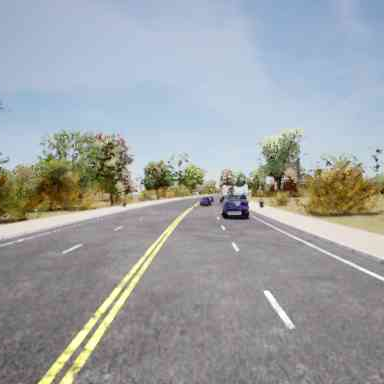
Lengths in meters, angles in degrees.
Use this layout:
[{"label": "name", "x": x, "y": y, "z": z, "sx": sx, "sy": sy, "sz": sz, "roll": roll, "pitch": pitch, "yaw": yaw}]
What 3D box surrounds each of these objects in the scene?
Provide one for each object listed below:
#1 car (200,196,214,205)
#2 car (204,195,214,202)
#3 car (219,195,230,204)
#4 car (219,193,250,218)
[{"label": "car", "x": 2.367, "y": 1.470, "z": 55.433, "sx": 1.812, "sy": 1.442, "sz": 4.674, "roll": 0, "pitch": 0, "yaw": 4}, {"label": "car", "x": 3.733, "y": 1.451, "z": 71.674, "sx": 1.994, "sy": 1.385, "sz": 4.181, "roll": 0, "pitch": 0, "yaw": 6}, {"label": "car", "x": 6.036, "y": 1.342, "z": 61.738, "sx": 1.837, "sy": 1.490, "sz": 4.892, "roll": 0, "pitch": 0, "yaw": 5}, {"label": "car", "x": 3.946, "y": 1.132, "z": 30.510, "sx": 2.150, "sy": 2.045, "sz": 5.566, "roll": 0, "pitch": 0, "yaw": 2}]
